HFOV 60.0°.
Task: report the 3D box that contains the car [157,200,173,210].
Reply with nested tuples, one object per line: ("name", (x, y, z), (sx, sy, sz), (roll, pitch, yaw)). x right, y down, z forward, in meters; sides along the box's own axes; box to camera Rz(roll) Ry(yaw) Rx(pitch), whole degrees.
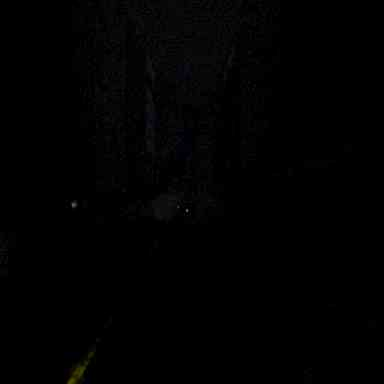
("car", (-3.646, 1.787, 45.310), (1.895, 1.301, 4.718), (0, 0, -1))

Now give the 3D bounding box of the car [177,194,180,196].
("car", (-0.752, 1.543, 48.399), (2.097, 1.767, 4.553), (0, 0, -1))

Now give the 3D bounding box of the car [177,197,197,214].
("car", (-0.552, 1.673, 37.232), (1.837, 1.490, 4.892), (0, 0, -1))
